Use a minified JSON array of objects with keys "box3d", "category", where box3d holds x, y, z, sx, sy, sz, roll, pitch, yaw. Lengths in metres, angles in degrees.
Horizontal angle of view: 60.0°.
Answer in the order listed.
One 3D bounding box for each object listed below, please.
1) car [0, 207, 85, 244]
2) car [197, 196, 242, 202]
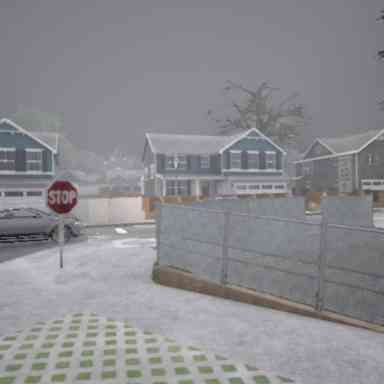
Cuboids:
[{"box3d":[-6.273,1.260,12.585,4.181,1.385,1.994,-2,0,-20],"category":"car"},{"box3d":[1.137,1.003,18.113,4.902,1.511,2.128,-2,0,-18],"category":"car"}]
